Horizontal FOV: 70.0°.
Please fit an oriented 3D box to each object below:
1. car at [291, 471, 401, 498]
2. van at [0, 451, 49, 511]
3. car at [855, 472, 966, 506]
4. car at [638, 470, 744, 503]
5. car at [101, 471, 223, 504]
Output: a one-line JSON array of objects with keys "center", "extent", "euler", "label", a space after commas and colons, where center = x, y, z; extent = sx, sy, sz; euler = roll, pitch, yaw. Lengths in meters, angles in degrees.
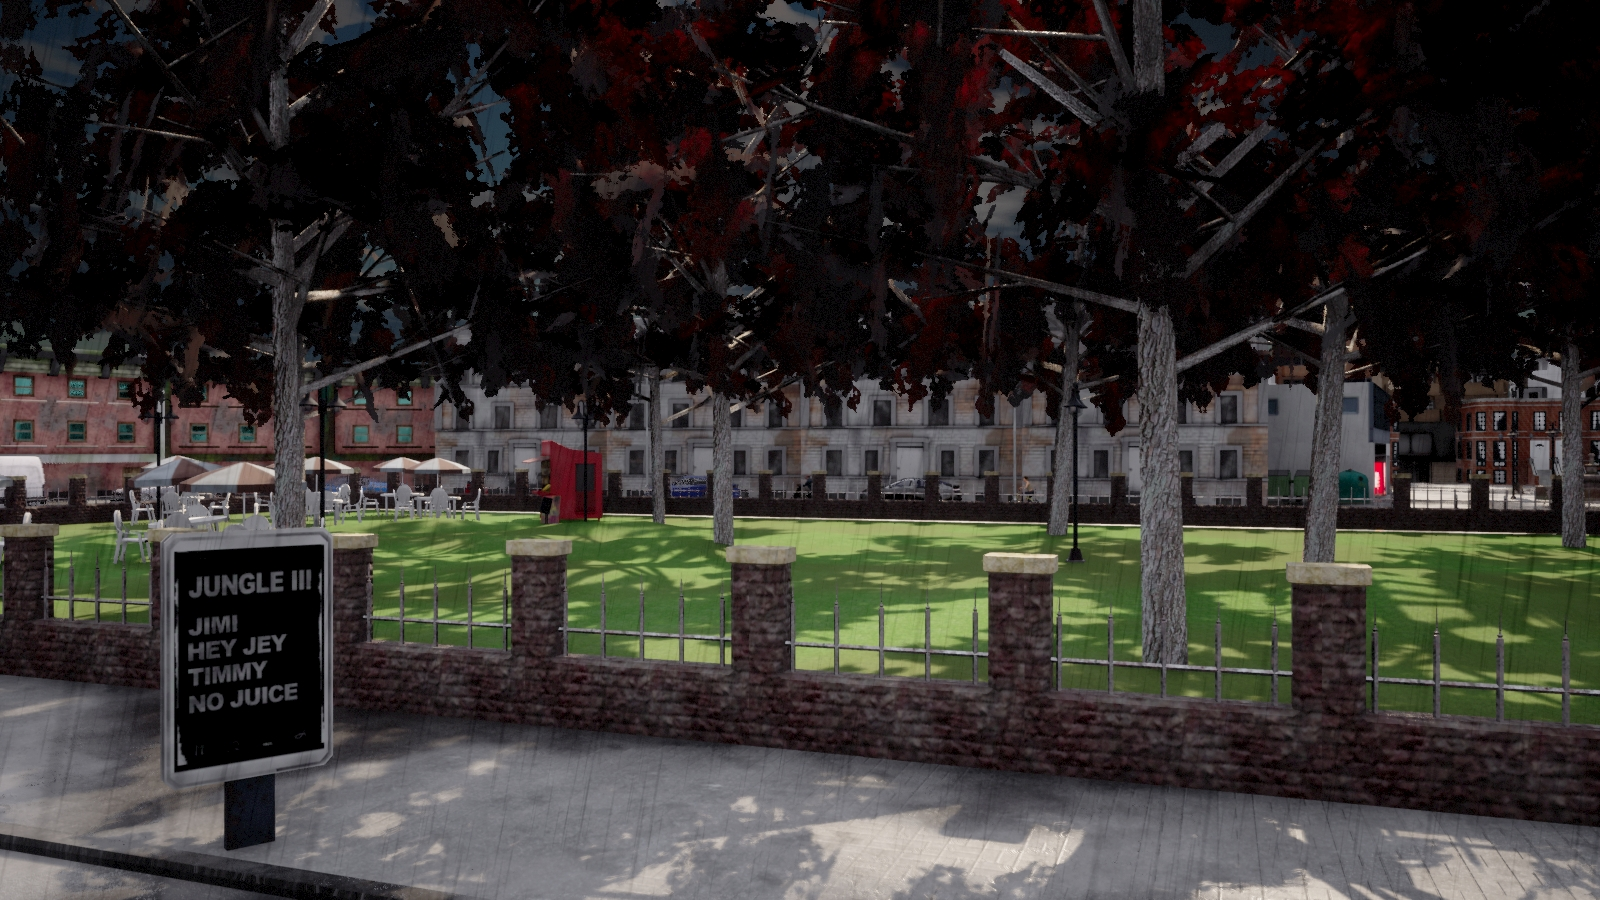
[{"center": [-25.182, 1.906, 63.507], "extent": [5.357, 1.411, 2.033], "euler": [0, 0, -7], "label": "car"}, {"center": [-35.552, 1.335, 48.661], "extent": [1.988, 2.561, 5.915], "euler": [0, 0, 20], "label": "van"}, {"center": [5.260, 1.833, 54.337], "extent": [4.902, 1.511, 2.128], "euler": [0, 0, 20], "label": "car"}, {"center": [-5.555, 1.824, 58.266], "extent": [5.006, 1.535, 2.097], "euler": [0, 0, 20], "label": "car"}, {"center": [-32.059, 1.863, 57.584], "extent": [2.231, 1.480, 4.892], "euler": [0, 0, 32], "label": "car"}]
